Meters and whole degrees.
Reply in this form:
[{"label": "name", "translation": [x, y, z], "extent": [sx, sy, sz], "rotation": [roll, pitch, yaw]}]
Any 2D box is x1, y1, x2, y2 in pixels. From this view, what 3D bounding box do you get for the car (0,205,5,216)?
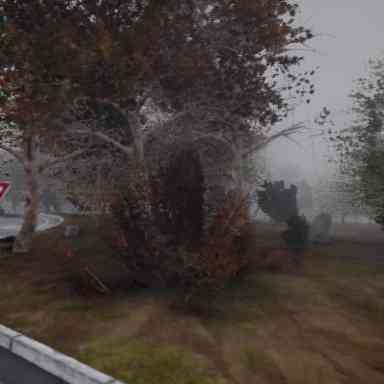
[{"label": "car", "translation": [-19.453, 1.557, 31.271], "extent": [4.181, 1.385, 1.994], "rotation": [0, 0, 35]}]
